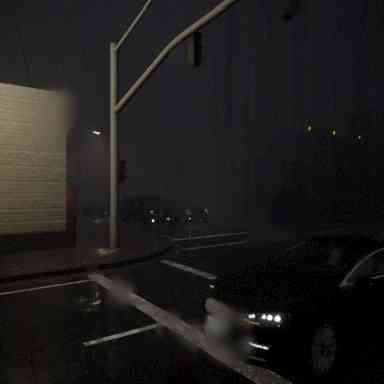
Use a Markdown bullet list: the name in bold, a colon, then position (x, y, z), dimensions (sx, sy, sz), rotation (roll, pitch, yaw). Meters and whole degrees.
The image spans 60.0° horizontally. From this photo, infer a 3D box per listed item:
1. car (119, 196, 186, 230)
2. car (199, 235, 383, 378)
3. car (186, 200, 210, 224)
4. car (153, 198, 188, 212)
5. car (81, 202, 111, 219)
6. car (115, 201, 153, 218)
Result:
- **car**: position (-3.040, 1.277, 22.372), dimensions (2.150, 2.045, 5.566), rotation (0, 0, -36)
- **car**: position (2.496, 1.501, 5.452), dimensions (4.902, 1.511, 2.128), rotation (0, -1, -26)
- **car**: position (-0.671, 1.407, 25.084), dimensions (2.097, 1.767, 4.553), rotation (0, 0, -35)
- **car**: position (-2.683, 1.533, 40.268), dimensions (1.882, 1.535, 5.008), rotation (0, 0, -36)
- **car**: position (-8.502, 1.619, 30.041), dimensions (1.994, 1.385, 4.181), rotation (0, 0, -35)
- **car**: position (-5.687, 1.619, 32.115), dimensions (1.994, 1.385, 4.181), rotation (0, 0, -35)
